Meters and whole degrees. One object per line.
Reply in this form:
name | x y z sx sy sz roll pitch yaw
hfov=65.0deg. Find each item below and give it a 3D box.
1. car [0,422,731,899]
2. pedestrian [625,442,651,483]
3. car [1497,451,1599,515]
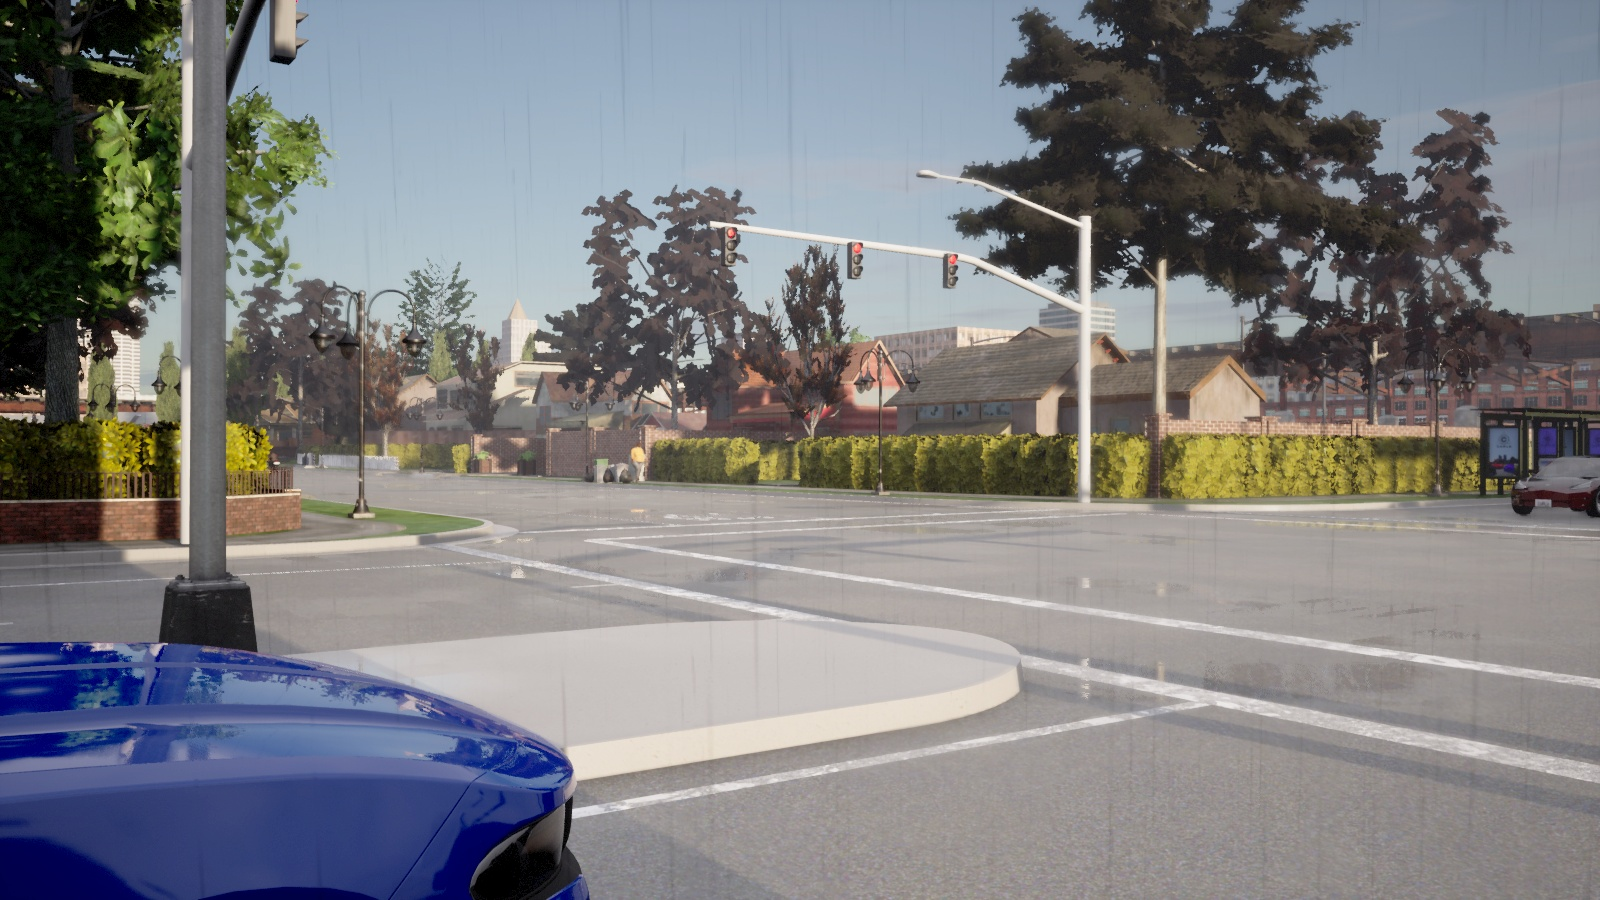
car | -2.727 0.733 1.760 5.008 1.535 1.882 0 0 -35
pedestrian | -7.375 0.565 57.197 0.874 1.855 0.900 0 0 -34
car | 19.779 0.780 31.474 4.792 1.488 2.163 0 0 -35
